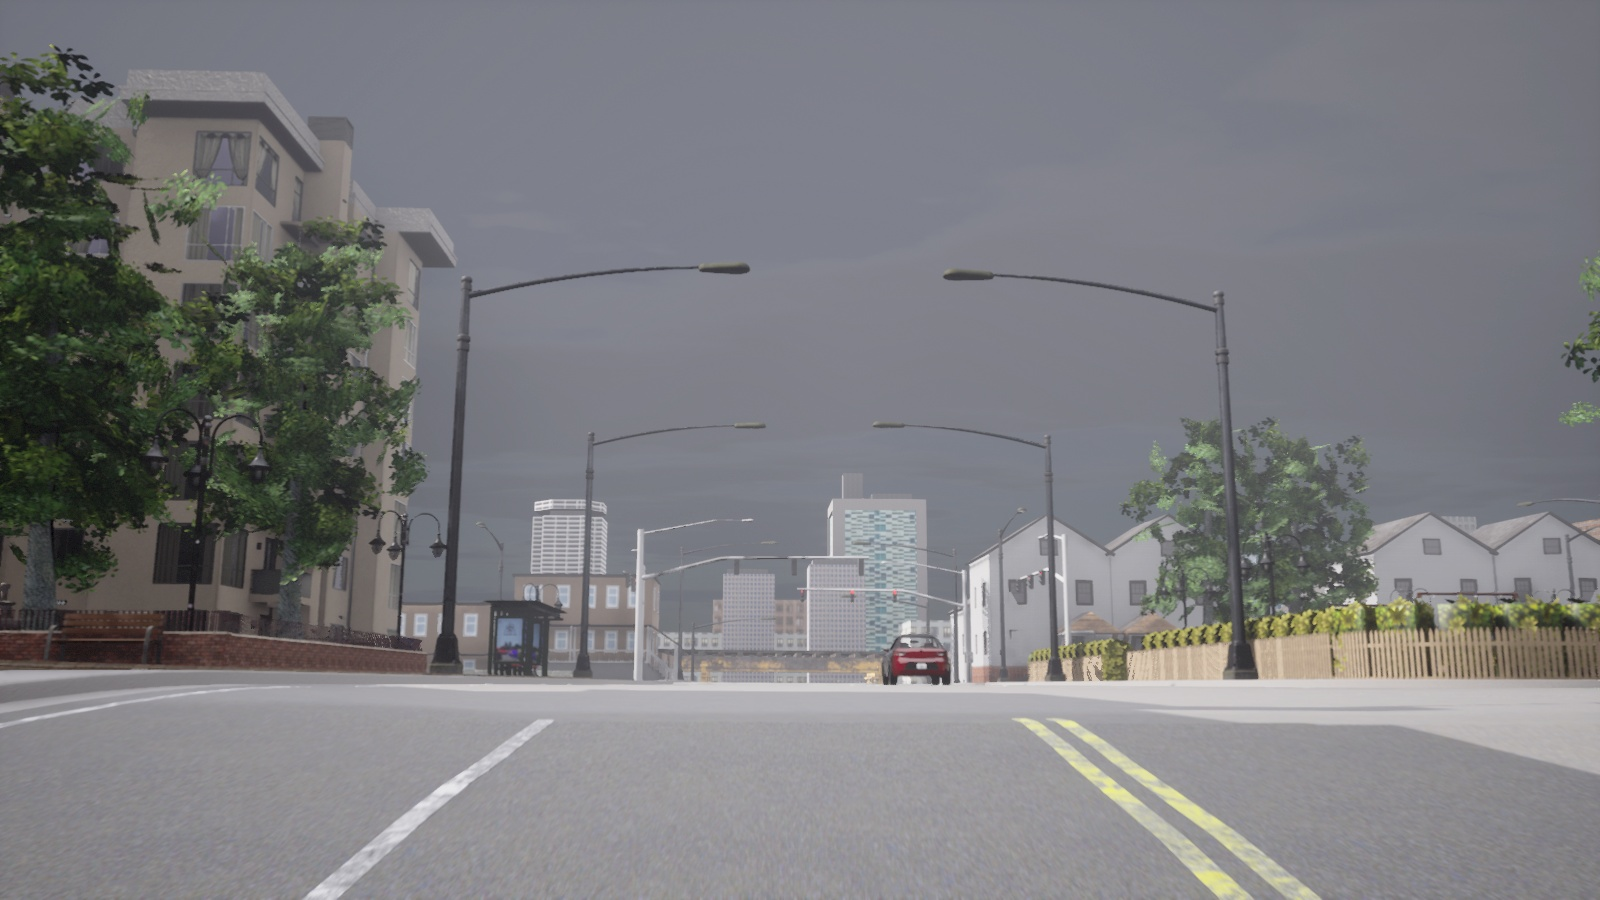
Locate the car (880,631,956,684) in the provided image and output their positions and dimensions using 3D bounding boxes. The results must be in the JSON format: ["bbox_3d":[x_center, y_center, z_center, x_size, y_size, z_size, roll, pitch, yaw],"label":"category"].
[{"bbox_3d":[3.423,6.174,37.120,1.816,1.474,4.193,0,-11,0],"label":"car"}]

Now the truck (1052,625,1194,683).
[{"bbox_3d":[20.007,12.740,78.178,7.936,3.462,2.891,0,-11,-1],"label":"truck"}]
